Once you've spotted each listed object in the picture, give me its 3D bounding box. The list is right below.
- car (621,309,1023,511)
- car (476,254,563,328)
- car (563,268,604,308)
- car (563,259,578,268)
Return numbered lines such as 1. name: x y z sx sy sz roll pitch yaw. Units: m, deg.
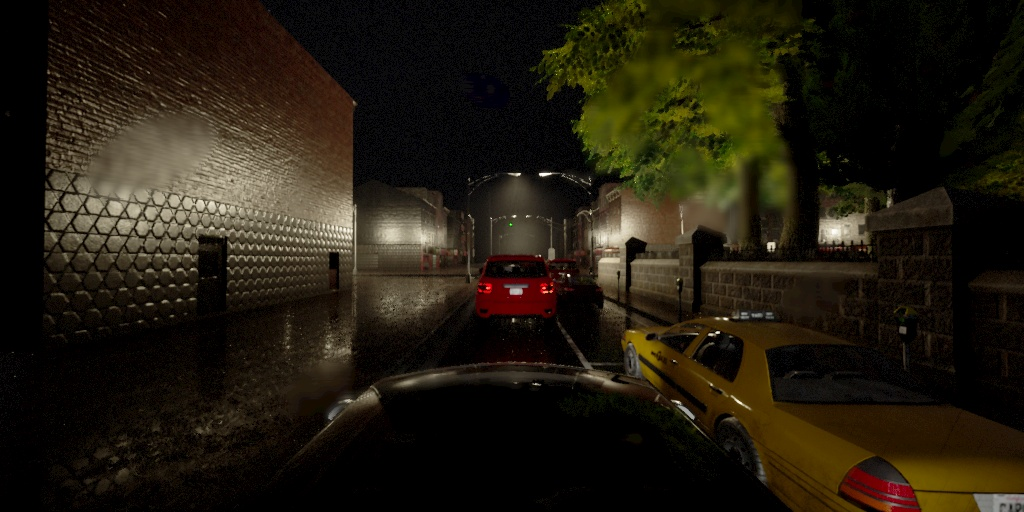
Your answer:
1. car: 2.637 1.278 4.175 1.751 1.417 4.829 0 0 0
2. car: 0.096 0.983 11.531 2.150 2.045 5.566 0 0 0
3. car: 2.631 1.350 14.903 1.802 1.307 4.207 0 0 0
4. car: 2.628 1.093 20.352 2.192 1.841 5.009 0 0 0
